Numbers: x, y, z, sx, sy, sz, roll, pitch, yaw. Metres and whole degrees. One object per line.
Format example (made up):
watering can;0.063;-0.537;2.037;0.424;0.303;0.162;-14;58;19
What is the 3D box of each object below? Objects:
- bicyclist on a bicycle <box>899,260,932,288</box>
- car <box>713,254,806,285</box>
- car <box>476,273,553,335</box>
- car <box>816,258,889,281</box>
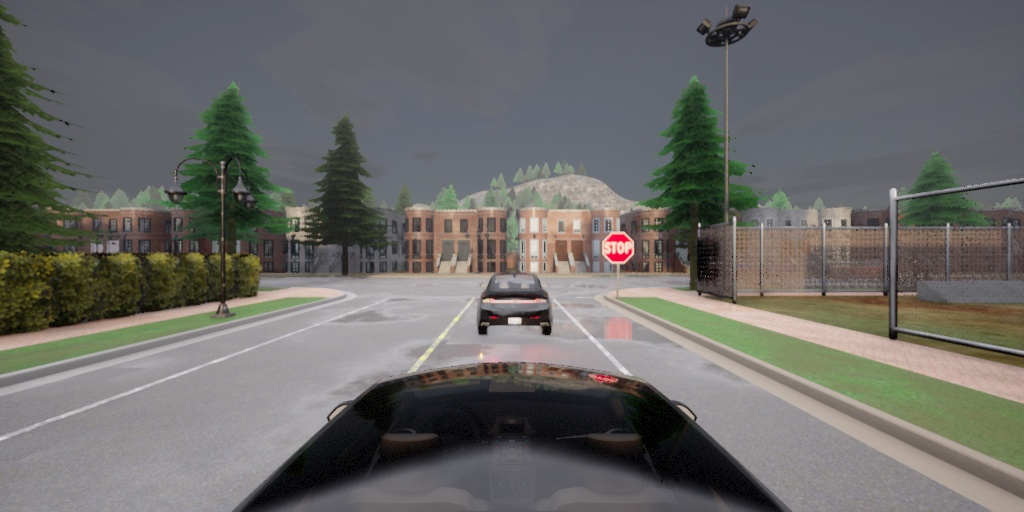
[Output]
bicyclist on a bicycle;21.730;0.997;19.321;0.582;1.620;1.656;0;0;0
car;16.910;0.904;24.708;5.566;2.045;2.150;0;0;2
car;0.076;1.225;10.368;2.128;1.511;4.902;0;0;0
car;26.760;1.028;28.331;4.553;1.767;2.097;0;0;0
